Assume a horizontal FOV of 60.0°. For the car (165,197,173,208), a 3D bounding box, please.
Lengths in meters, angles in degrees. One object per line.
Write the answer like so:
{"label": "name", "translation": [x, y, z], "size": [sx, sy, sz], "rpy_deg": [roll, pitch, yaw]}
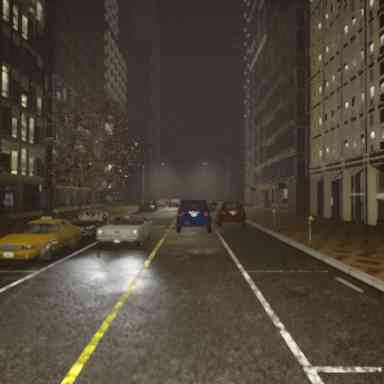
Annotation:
{"label": "car", "translation": [-2.987, 2.002, 58.114], "size": [2.128, 1.511, 4.902], "rpy_deg": [0, 0, 1]}

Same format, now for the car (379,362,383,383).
{"label": "car", "translation": [2.695, 1.455, 1.471], "size": [1.967, 1.590, 4.097], "rpy_deg": [0, -1, 0]}

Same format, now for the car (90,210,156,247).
{"label": "car", "translation": [-3.084, 1.747, 15.914], "size": [1.895, 1.301, 4.718], "rpy_deg": [0, -1, 0]}

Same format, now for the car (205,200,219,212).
{"label": "car", "translation": [2.744, 1.945, 47.176], "size": [1.752, 1.417, 4.829], "rpy_deg": [0, 0, 0]}

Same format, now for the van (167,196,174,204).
{"label": "van", "translation": [-5.594, 2.085, 86.873], "size": [1.690, 1.788, 3.998], "rpy_deg": [0, 0, 0]}

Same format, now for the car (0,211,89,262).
{"label": "car", "translation": [-5.674, 1.643, 12.704], "size": [1.752, 1.417, 4.829], "rpy_deg": [0, -1, 0]}

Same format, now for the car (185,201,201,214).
{"label": "car", "translation": [0.144, 1.877, 41.757], "size": [1.837, 1.490, 4.892], "rpy_deg": [0, -1, 0]}

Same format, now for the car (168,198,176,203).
{"label": "car", "translation": [-5.589, 2.371, 92.564], "size": [1.802, 1.307, 4.206], "rpy_deg": [0, 0, 0]}

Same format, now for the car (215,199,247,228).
{"label": "car", "translation": [2.720, 1.536, 24.240], "size": [2.192, 1.841, 5.009], "rpy_deg": [0, -1, 0]}

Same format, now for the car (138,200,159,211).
{"label": "car", "translation": [-5.643, 1.921, 41.335], "size": [2.008, 1.369, 4.403], "rpy_deg": [0, 0, 0]}

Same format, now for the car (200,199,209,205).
{"label": "car", "translation": [2.774, 2.219, 75.466], "size": [1.947, 1.339, 4.313], "rpy_deg": [0, 0, 0]}

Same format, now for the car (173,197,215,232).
{"label": "car", "translation": [0.123, 1.422, 21.704], "size": [2.150, 2.045, 5.566], "rpy_deg": [0, 0, 0]}

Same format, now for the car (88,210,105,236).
{"label": "car", "translation": [-5.668, 1.721, 18.567], "size": [2.008, 1.369, 4.403], "rpy_deg": [0, -1, 0]}

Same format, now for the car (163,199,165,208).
{"label": "car", "translation": [-5.625, 2.096, 58.410], "size": [1.802, 1.307, 4.206], "rpy_deg": [0, 0, 0]}

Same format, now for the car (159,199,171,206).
{"label": "car", "translation": [-5.613, 2.157, 69.795], "size": [2.008, 1.369, 4.403], "rpy_deg": [0, 0, 0]}

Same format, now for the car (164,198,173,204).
{"label": "car", "translation": [-5.601, 2.243, 81.179], "size": [1.887, 1.381, 4.507], "rpy_deg": [0, 0, 0]}

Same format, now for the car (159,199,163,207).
{"label": "car", "translation": [-5.637, 1.985, 47.027], "size": [1.947, 1.339, 4.313], "rpy_deg": [0, 0, 0]}

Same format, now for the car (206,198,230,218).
{"label": "car", "translation": [2.733, 1.636, 35.624], "size": [2.192, 1.841, 5.009], "rpy_deg": [0, 0, 0]}
